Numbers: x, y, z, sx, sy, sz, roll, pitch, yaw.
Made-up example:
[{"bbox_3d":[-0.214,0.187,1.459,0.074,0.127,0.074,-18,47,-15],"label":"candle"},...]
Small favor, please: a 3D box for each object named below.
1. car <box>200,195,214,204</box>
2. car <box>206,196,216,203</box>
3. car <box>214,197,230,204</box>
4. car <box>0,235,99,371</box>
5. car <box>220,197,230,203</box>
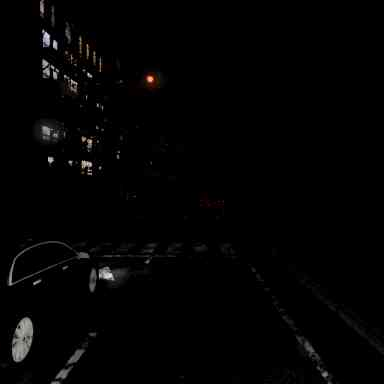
[{"bbox_3d":[2.997,1.596,69.485,2.097,1.767,4.553,0,0,9],"label":"car"},{"bbox_3d":[4.620,1.810,79.106,1.837,1.490,4.892,0,0,11],"label":"car"},{"bbox_3d":[6.187,1.748,68.882,1.837,1.490,4.892,0,0,10],"label":"car"},{"bbox_3d":[-3.047,1.508,5.678,1.837,1.490,4.892,0,0,1],"label":"car"},{"bbox_3d":[7.855,1.863,78.709,1.994,1.385,4.181,0,0,12],"label":"car"}]
